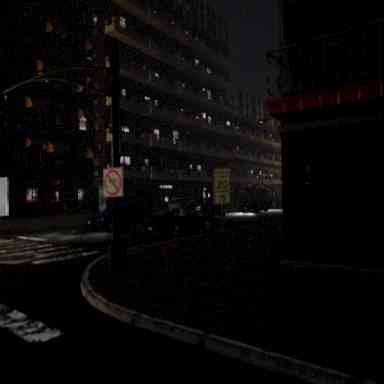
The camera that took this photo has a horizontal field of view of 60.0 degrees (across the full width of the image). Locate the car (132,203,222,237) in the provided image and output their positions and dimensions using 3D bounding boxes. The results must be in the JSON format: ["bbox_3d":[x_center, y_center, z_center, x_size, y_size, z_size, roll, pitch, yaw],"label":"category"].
[{"bbox_3d":[-0.629,1.433,16.906,2.008,1.369,4.403,-1,-1,36],"label":"car"}]

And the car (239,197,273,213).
[{"bbox_3d":[6.803,1.515,36.520,1.994,1.385,4.181,-1,-1,36],"label":"car"}]

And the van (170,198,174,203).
[{"bbox_3d":[-0.539,1.362,30.551,1.690,1.788,3.998,-1,-1,36],"label":"van"}]

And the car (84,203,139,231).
[{"bbox_3d":[-4.393,1.470,20.952,1.882,1.535,5.008,-1,-1,36],"label":"car"}]

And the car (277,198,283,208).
[{"bbox_3d":[12.891,1.422,44.934,2.128,1.511,4.902,-1,-1,36],"label":"car"}]

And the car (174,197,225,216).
[{"bbox_3d":[0.956,1.323,28.406,2.097,1.767,4.553,-1,-1,36],"label":"car"}]
